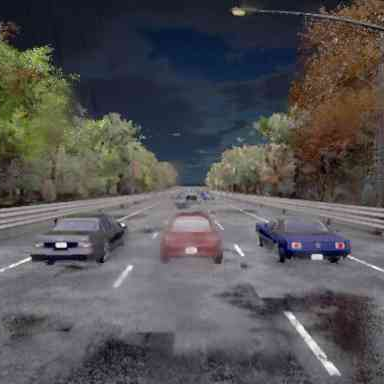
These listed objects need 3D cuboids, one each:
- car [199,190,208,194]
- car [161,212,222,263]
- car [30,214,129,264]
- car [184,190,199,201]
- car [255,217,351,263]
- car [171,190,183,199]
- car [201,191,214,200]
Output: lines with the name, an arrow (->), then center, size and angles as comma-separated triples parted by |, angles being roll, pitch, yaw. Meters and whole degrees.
car -> 3.362, 0.414, 87.078 | 2.150, 2.045, 5.566 | 0, 1, 0
car -> -0.022, 1.428, 11.453 | 1.812, 1.442, 4.674 | 0, 0, 0
car -> -3.524, 1.455, 11.446 | 2.033, 1.411, 5.357 | 0, 0, 0
car -> -0.104, 0.893, 64.716 | 1.882, 1.535, 5.008 | 0, 1, 0
car -> 3.477, 1.498, 11.459 | 1.895, 1.301, 4.718 | 0, 0, 0
car -> -3.618, 0.850, 74.530 | 2.128, 1.511, 4.902 | 0, 1, 0
car -> 3.391, 0.937, 68.481 | 1.994, 1.385, 4.181 | 0, 1, 0
